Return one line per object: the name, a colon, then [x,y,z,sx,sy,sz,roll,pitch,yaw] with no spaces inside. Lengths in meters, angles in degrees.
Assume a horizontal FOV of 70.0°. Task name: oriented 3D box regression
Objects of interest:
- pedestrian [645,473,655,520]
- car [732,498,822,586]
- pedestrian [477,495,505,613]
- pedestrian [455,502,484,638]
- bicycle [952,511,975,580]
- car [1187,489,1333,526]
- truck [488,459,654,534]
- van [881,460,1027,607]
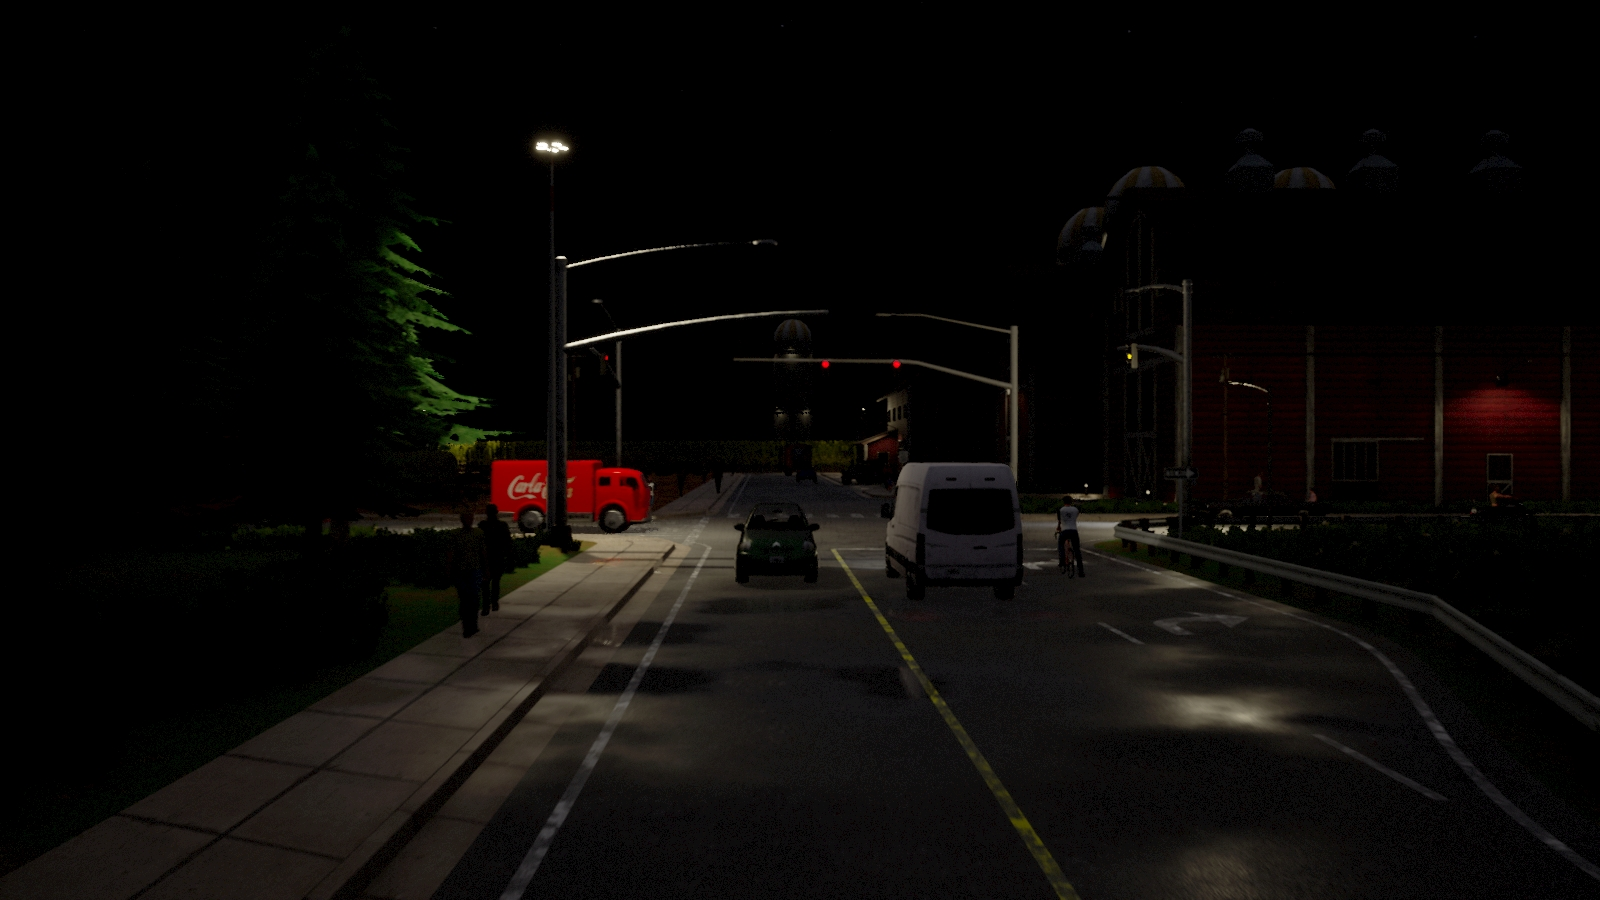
pedestrian: [-5.968,1.833,45.518,0.375,1.860,0.375,0,0,-14]
car: [-0.510,1.969,25.326,1.851,1.617,3.988,0,0,-1]
pedestrian: [-4.962,1.665,18.348,0.375,1.860,0.375,0,0,-6]
pedestrian: [-4.622,1.666,15.990,0.375,1.860,0.375,0,0,-18]
bicycle: [3.603,2.076,25.223,0.373,1.396,1.643,0,0,3]
car: [17.241,2.152,42.968,4.718,1.301,1.895,0,0,-1]
truck: [-7.750,1.556,39.206,5.204,2.467,2.627,0,0,-1]
van: [2.954,1.505,23.283,1.988,2.561,5.915,0,0,-2]
